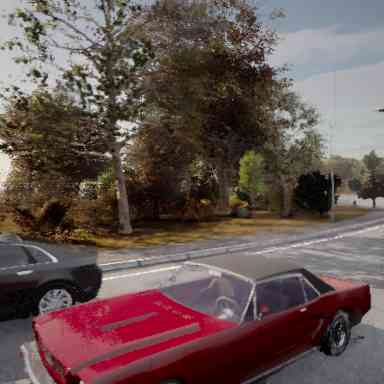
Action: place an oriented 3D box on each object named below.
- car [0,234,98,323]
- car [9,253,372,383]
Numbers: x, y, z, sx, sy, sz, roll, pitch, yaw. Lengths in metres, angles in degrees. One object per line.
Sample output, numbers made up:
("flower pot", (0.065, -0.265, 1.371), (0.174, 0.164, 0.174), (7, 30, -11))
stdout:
("car", (-3.978, 1.532, 5.580), (4.892, 1.490, 1.837), (0, 0, -36))
("car", (0.411, 1.617, 4.451), (4.718, 1.301, 1.895), (0, 0, -38))
